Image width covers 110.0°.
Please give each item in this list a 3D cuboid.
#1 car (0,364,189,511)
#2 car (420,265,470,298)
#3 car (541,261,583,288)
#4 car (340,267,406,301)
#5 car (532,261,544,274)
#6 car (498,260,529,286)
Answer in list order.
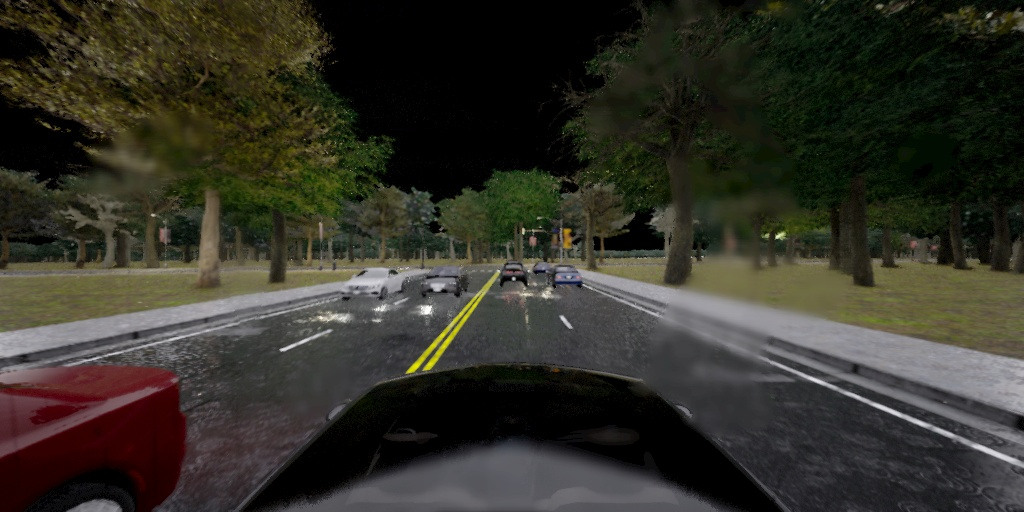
[{"bbox_3d":[-3.342,1.228,0.520,1.882,1.535,5.008,0,0,0],"label":"car"},{"bbox_3d":[-3.322,1.237,18.490,2.128,1.511,4.902,0,0,0],"label":"car"},{"bbox_3d":[3.346,1.287,23.592,2.033,1.411,5.357,0,0,0],"label":"car"},{"bbox_3d":[-6.576,1.272,17.534,1.812,1.442,4.674,0,0,0],"label":"car"},{"bbox_3d":[3.354,1.274,39.942,1.994,1.385,4.181,0,0,0],"label":"car"},{"bbox_3d":[0.109,1.240,25.523,1.837,1.490,4.892,0,0,0],"label":"car"}]
